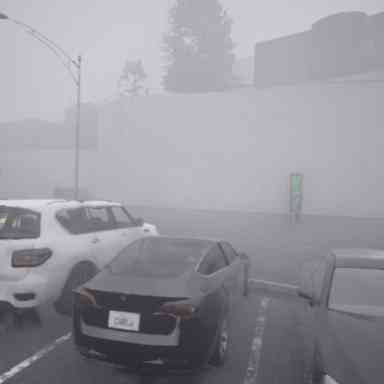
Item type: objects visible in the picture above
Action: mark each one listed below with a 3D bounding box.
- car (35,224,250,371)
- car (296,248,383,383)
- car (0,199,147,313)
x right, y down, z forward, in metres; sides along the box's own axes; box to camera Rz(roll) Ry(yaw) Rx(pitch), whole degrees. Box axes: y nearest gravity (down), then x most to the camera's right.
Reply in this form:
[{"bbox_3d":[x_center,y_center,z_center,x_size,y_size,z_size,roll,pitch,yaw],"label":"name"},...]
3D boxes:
[{"bbox_3d":[-0.126,1.487,5.921,2.163,1.488,4.792,1,0,16],"label":"car"},{"bbox_3d":[2.322,1.526,4.145,2.002,1.452,4.674,1,0,16],"label":"car"},{"bbox_3d":[-2.563,1.178,7.663,2.435,2.045,5.566,1,0,15],"label":"car"}]
